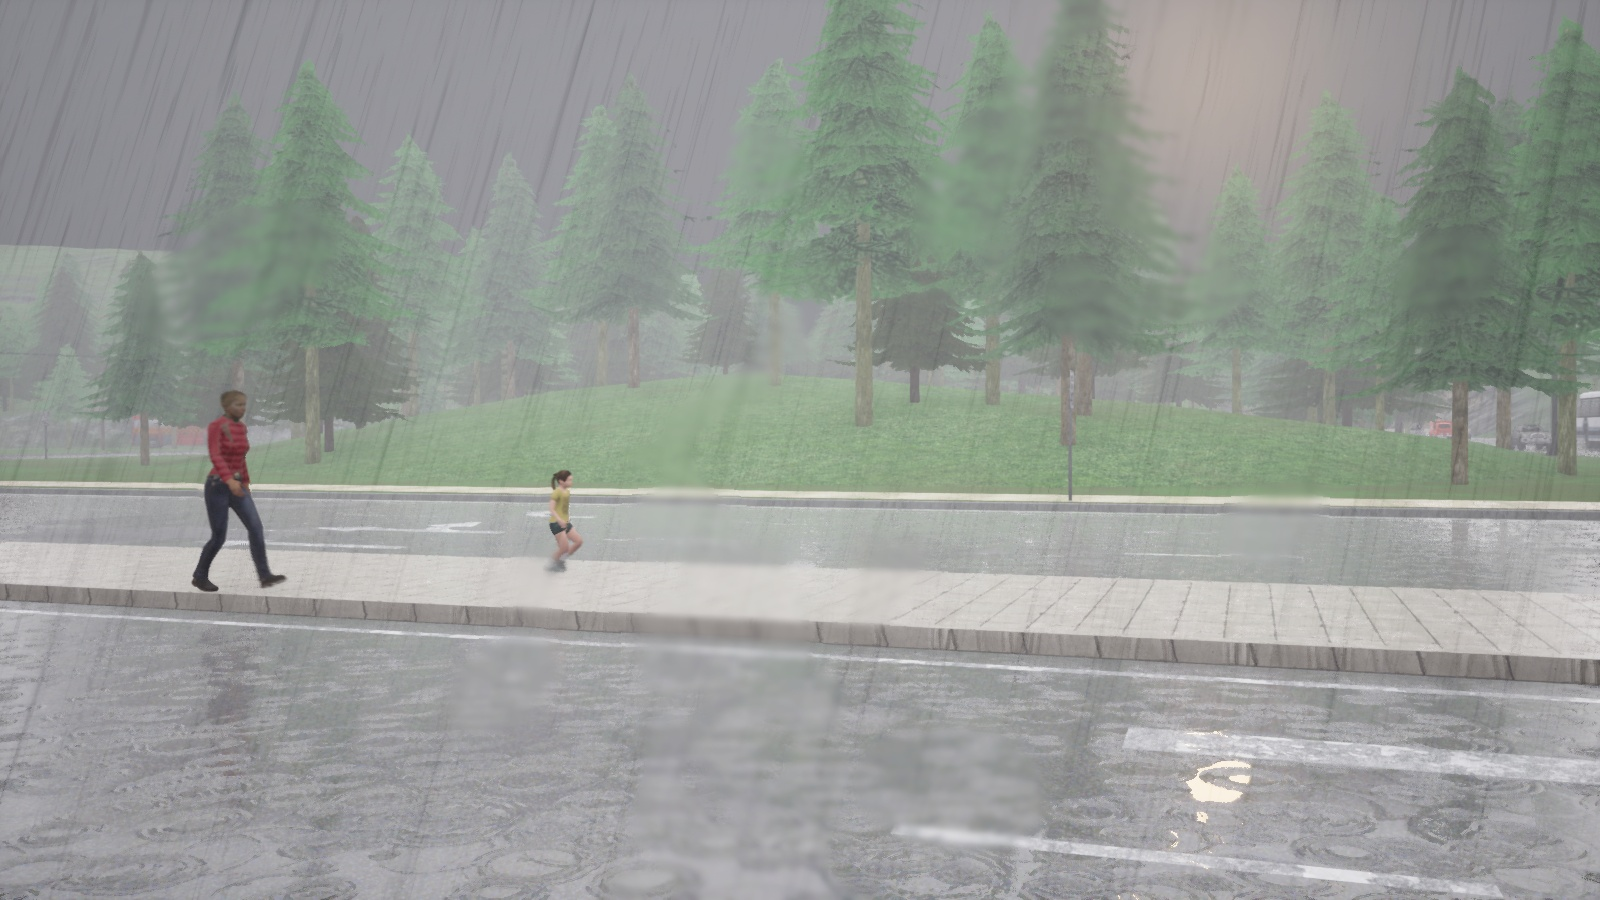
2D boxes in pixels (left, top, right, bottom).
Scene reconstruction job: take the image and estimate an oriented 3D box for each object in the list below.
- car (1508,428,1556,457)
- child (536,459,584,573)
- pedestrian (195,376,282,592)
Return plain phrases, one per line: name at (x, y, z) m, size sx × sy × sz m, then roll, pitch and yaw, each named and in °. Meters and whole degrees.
car at (49.186, -0.525, 84.455) m, size 1.932 × 1.855 × 4.605 m, roll 1°, pitch 1°, yaw 19°
child at (-2.389, 0.652, 12.507) m, size 0.394 × 1.110 × 0.255 m, roll 0°, pitch 1°, yaw 14°
pedestrian at (-4.915, 0.285, 11.004) m, size 0.636 × 1.846 × 0.331 m, roll 1°, pitch 1°, yaw 19°
